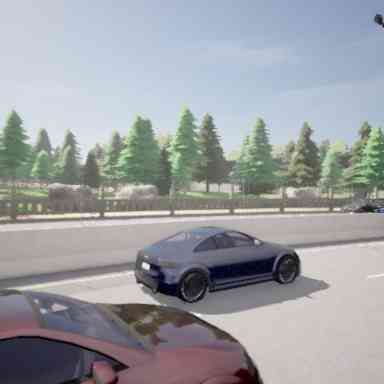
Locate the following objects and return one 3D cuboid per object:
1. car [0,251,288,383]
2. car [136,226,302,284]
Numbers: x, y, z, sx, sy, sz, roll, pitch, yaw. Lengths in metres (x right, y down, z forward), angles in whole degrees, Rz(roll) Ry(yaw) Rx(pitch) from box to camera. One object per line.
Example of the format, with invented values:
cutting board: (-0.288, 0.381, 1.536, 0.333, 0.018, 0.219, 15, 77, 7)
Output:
car: (-1.387, 1.549, 2.603, 4.181, 1.385, 1.994, 0, 0, -35)
car: (0.719, 1.548, 8.152, 4.181, 1.385, 1.994, 0, 0, -32)
